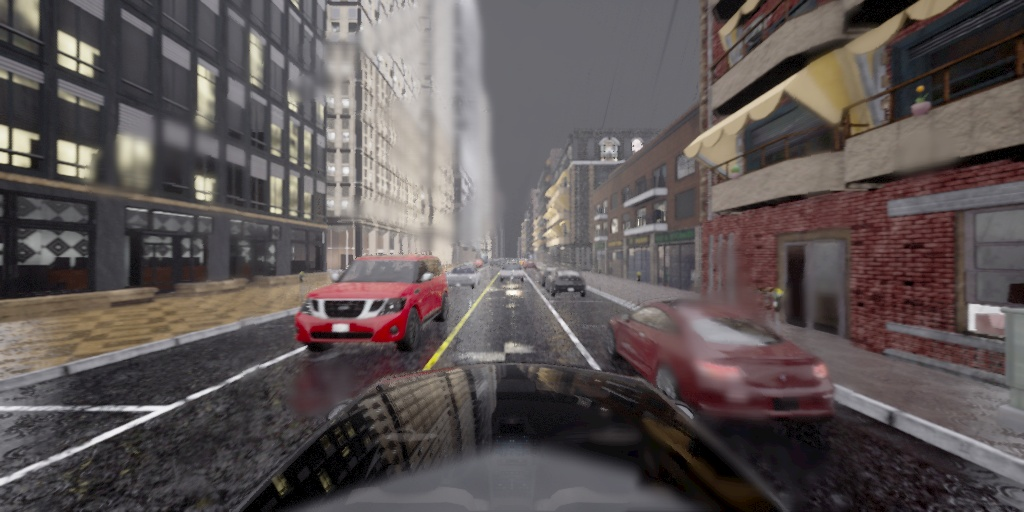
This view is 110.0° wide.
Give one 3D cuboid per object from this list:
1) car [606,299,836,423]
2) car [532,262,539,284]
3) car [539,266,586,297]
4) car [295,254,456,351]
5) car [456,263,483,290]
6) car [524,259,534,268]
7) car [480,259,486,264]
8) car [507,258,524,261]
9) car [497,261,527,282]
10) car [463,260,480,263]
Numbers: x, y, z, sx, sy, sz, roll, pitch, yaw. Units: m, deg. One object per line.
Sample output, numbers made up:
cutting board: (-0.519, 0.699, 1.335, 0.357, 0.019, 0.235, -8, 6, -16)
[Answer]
car: (2.740, 1.331, 5.654, 1.802, 1.307, 4.207, 0, 0, 0)
car: (2.686, 1.292, 24.220, 2.007, 1.370, 4.403, 0, 0, 0)
car: (2.687, 1.294, 18.571, 2.007, 1.370, 4.403, 0, 0, 0)
car: (-3.092, 0.970, 9.322, 2.150, 2.045, 5.566, 0, 0, 1)
car: (-3.081, 1.341, 22.778, 1.895, 1.301, 4.718, 0, 0, 0)
car: (2.680, 1.320, 52.462, 1.802, 1.307, 4.207, 0, 0, 0)
car: (-5.702, 1.283, 58.109, 1.888, 1.381, 4.507, 0, 0, 0)
car: (0.054, 1.231, 44.936, 2.128, 1.511, 4.902, 0, 0, 0)
car: (0.003, 1.341, 28.961, 1.895, 1.301, 4.718, 0, 0, 0)
car: (-5.699, 1.287, 46.812, 2.007, 1.370, 4.403, 0, 0, 0)
